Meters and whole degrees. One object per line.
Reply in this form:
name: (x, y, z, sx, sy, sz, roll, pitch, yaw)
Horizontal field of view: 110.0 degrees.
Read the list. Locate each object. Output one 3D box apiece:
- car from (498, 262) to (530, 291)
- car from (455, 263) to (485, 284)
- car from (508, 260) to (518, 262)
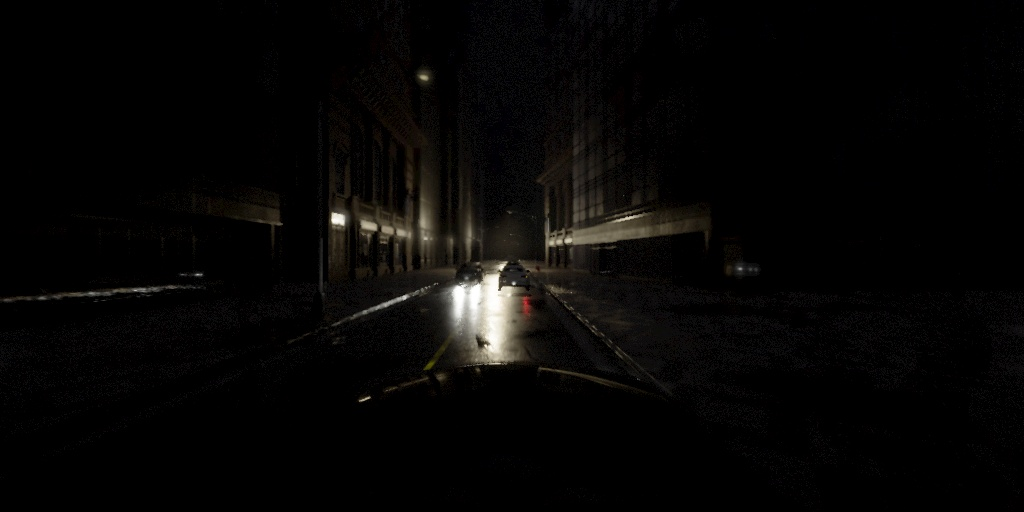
car: (0.104, 1.280, 22.108, 1.812, 1.442, 4.674, 0, 0, 0)
car: (-3.053, 1.248, 26.721, 2.128, 1.511, 4.902, 0, 0, 0)
car: (0.109, 1.283, 46.217, 1.812, 1.442, 4.674, 0, 0, 0)
